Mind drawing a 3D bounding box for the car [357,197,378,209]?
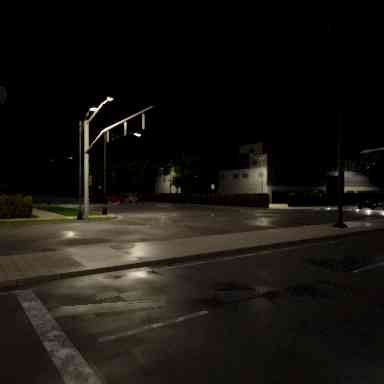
[{"bbox_3d":[23.812,1.501,43.891,4.892,1.490,1.837,0,0,-34],"label":"car"}]

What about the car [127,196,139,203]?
[{"bbox_3d":[-12.676,1.522,69.101,1.812,1.442,4.674,0,0,-34],"label":"car"}]

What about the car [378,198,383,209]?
[{"bbox_3d":[25.330,1.348,40.704,4.553,1.767,2.097,0,0,-34],"label":"car"}]

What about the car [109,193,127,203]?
[{"bbox_3d":[-15.804,1.219,67.483,2.150,2.045,5.566,0,0,-34],"label":"car"}]

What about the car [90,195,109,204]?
[{"bbox_3d":[-18.568,1.562,65.336,1.994,1.385,4.181,0,0,-34],"label":"car"}]
